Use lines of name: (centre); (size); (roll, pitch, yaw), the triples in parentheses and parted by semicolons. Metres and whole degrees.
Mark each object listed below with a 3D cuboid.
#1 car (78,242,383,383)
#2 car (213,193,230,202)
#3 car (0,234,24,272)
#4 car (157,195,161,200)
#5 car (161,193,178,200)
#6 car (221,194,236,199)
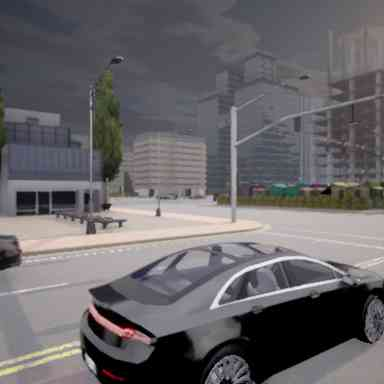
car: (0.957, 1.487, 4.743); (4.902, 1.511, 2.128); (0, 0, -35)
car: (6.196, 1.088, 70.734); (3.866, 1.878, 1.905); (0, 0, -36)
car: (-6.659, 1.545, 7.965); (4.674, 1.442, 1.812); (0, 0, -34)
car: (-7.040, 1.121, 88.950); (4.605, 1.855, 1.932); (0, 0, -36)
car: (-5.381, 1.120, 86.578); (3.866, 1.878, 1.905); (0, 0, -36)
car: (10.335, 1.297, 94.669); (3.806, 1.475, 1.970); (0, 0, -36)
